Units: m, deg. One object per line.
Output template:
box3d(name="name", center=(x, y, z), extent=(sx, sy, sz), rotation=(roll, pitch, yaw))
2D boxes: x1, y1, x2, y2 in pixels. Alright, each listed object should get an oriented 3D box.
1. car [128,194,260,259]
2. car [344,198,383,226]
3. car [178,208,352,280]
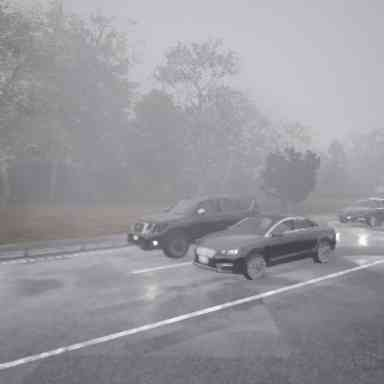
box3d(name="car", center=(0.368, 1.140, 12.759), extent=(5.566, 2.045, 2.150), rotation=(-1, 1, -35))
box3d(name="car", center=(10.870, 1.164, 20.314), extent=(4.892, 1.490, 1.837), rotation=(-1, 1, -35))
box3d(name="car", center=(2.295, 1.413, 9.838), extent=(4.902, 1.511, 2.128), rotation=(-1, 1, -35))
